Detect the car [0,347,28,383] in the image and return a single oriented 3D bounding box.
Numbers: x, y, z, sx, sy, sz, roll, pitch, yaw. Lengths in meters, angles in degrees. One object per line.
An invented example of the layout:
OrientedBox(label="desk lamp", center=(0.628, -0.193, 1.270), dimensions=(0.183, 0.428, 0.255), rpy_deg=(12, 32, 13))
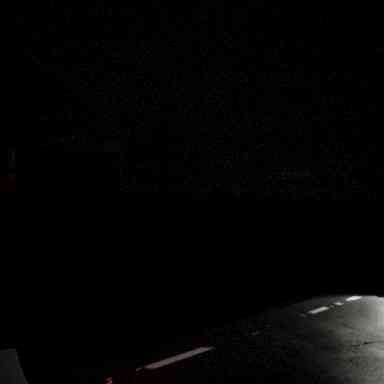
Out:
OrientedBox(label="car", center=(-2.969, 1.597, 0.963), dimensions=(4.718, 1.301, 1.895), rpy_deg=(0, 0, -36))
